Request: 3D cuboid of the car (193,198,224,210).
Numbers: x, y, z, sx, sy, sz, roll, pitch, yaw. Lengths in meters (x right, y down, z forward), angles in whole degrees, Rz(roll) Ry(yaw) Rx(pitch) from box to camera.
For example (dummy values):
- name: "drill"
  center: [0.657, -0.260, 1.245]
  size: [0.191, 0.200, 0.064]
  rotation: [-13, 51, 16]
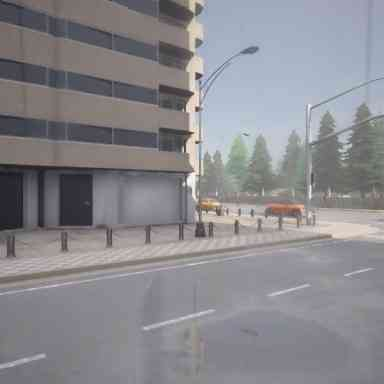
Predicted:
- name: "car"
  center: [2.198, 1.620, 45.681]
  size: [1.994, 1.385, 4.181]
  rotation: [0, 0, -35]

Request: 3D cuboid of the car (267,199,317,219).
- name: "car"
  center: [9.028, 1.408, 30.218]
  size: [2.097, 1.767, 4.553]
  rotation: [0, 0, -36]

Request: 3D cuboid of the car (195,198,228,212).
- name: "car"
  center: [2.187, 1.533, 39.710]
  size: [1.882, 1.535, 5.008]
  rotation: [0, 0, -36]

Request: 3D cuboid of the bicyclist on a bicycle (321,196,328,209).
- name: "bicyclist on a bicycle"
  center: [17.332, 1.356, 43.463]
  size: [1.656, 1.620, 0.582]
  rotation: [0, 0, -36]

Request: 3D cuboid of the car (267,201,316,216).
- name: "car"
  center: [10.237, 1.656, 34.527]
  size: [1.895, 1.301, 4.718]
  rotation: [0, 0, -36]

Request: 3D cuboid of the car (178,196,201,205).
- name: "car"
  center: [-0.534, 1.581, 61.754]
  size: [1.812, 1.442, 4.674]
  rotation: [0, 0, -36]
